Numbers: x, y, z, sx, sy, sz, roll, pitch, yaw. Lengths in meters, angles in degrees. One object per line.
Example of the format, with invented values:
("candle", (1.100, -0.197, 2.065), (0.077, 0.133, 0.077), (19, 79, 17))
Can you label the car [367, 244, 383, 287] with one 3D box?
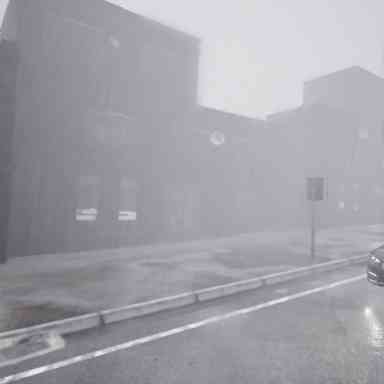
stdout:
("car", (6.159, 1.474, 8.085), (4.902, 1.511, 2.128), (0, 0, -36))
